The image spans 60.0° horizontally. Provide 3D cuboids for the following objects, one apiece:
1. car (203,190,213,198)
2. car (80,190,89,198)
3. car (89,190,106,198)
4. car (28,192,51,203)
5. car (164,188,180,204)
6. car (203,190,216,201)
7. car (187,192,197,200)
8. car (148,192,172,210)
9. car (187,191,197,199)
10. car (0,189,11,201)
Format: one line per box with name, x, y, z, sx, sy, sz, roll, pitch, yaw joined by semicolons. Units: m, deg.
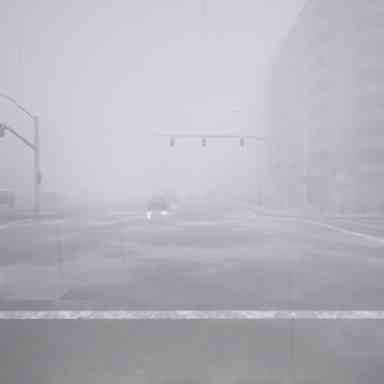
car;3.506;0.477;73.742;2.097;1.767;4.553;0;1;0
car;-23.937;0.406;75.215;1.905;1.878;3.866;0;1;0
car;-21.043;0.404;75.150;1.932;1.855;4.605;0;1;0
car;-26.706;0.819;57.761;1.970;1.475;3.806;0;1;0
car;-3.560;0.703;52.174;2.150;2.045;5.566;0;0;1
car;3.505;0.581;64.227;2.150;2.045;5.566;0;1;0
car;0.005;0.879;64.800;1.812;1.442;4.674;0;1;0
car;-3.588;1.117;36.109;1.882;1.535;5.008;0;1;0
car;0.006;0.647;73.774;2.128;1.511;4.902;0;1;0
car;-43.560;0.406;75.249;1.905;1.878;3.866;0;1;0
